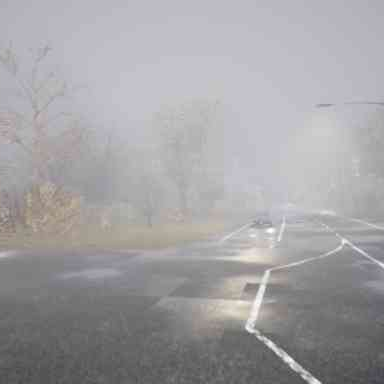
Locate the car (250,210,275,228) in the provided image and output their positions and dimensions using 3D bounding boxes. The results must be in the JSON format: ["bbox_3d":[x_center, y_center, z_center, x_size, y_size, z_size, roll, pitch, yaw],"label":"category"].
[{"bbox_3d":[6.519,2.465,30.696,1.837,1.490,4.892,-3,-3,16],"label":"car"}]

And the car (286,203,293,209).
[{"bbox_3d":[26.882,3.899,91.534,1.882,1.535,5.008,-3,-2,17],"label":"car"}]
